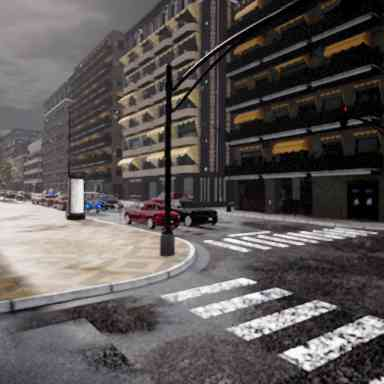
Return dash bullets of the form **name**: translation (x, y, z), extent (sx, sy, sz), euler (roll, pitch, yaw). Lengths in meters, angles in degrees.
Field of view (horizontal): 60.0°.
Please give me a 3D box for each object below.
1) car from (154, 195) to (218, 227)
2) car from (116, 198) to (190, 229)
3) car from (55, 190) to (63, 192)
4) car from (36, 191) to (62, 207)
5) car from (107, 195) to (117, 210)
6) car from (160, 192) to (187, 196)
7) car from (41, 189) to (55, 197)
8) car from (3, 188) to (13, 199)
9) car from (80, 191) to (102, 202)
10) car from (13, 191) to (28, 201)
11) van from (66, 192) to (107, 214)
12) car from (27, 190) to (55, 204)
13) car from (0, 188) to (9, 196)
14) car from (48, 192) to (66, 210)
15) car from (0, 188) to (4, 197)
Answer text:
- **car**: translation (-0.387, 1.213, 20.746), extent (1.882, 1.535, 5.008), euler (1, 1, -35)
- **car**: translation (-2.376, 1.258, 19.103), extent (1.887, 1.381, 4.507), euler (2, 0, -36)
- **car**: translation (-20.698, 0.799, 48.746), extent (1.895, 1.301, 4.718), euler (1, 0, -36)
- **car**: translation (-15.714, 0.906, 37.379), extent (1.887, 1.381, 4.507), euler (2, 0, -36)
- **car**: translation (-7.974, 1.024, 31.151), extent (2.128, 1.511, 4.902), euler (1, 1, -36)
- **car**: translation (-2.274, 0.931, 33.187), extent (2.192, 1.841, 5.009), euler (2, 0, -36)
- **car**: translation (-32.291, 0.266, 74.310), extent (1.967, 1.590, 4.097), euler (2, 0, -36)
- **car**: translation (-32.388, 0.467, 60.225), extent (1.887, 1.381, 4.507), euler (2, 0, -36)
- **car**: translation (-15.617, 0.705, 51.464), extent (1.967, 1.590, 4.097), euler (2, 0, -36)
- **car**: translation (-25.715, 0.538, 51.086), extent (1.967, 1.590, 4.097), euler (2, 0, -36)
- **van**: translation (-9.039, 0.878, 28.241), extent (1.690, 1.788, 3.998), euler (2, 0, -36)
- **car**: translation (-18.949, 0.802, 41.811), extent (1.752, 1.417, 4.829), euler (2, 0, -36)
- **car**: translation (-42.386, -0.025, 73.932), extent (2.192, 1.841, 5.009), euler (2, 0, -36)
- **car**: translation (-12.380, 0.994, 32.810), extent (1.887, 1.381, 4.507), euler (2, 0, -36)
- **car**: translation (-39.058, 0.298, 69.363), extent (2.008, 1.369, 4.403), euler (2, 0, -36)
